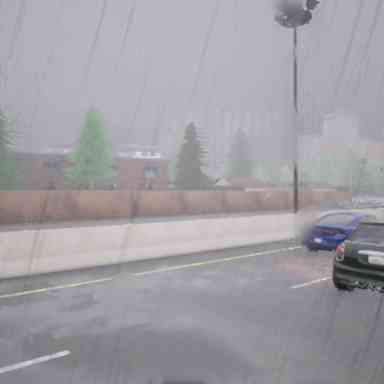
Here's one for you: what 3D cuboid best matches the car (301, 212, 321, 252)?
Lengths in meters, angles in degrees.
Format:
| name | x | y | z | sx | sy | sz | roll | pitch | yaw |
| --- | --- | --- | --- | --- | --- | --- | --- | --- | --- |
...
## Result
| name | x | y | z | sx | sy | sz | roll | pitch | yaw |
| --- | --- | --- | --- | --- | --- | --- | --- | --- | --- |
| car | 6.324 | 1.519 | 12.982 | 5.008 | 1.535 | 1.882 | 0 | 0 | -37 |

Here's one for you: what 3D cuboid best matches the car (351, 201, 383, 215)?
| name | x | y | z | sx | sy | sz | roll | pitch | yaw |
| --- | --- | --- | --- | --- | --- | --- | --- | --- | --- |
| car | 19.317 | 1.669 | 36.216 | 4.181 | 1.385 | 1.994 | 0 | 0 | -37 |

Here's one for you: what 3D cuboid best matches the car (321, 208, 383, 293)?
| name | x | y | z | sx | sy | sz | roll | pitch | yaw |
| --- | --- | --- | --- | --- | --- | --- | --- | --- | --- |
| car | 5.359 | 1.372 | 7.880 | 4.553 | 1.767 | 2.097 | 0 | 0 | -37 |

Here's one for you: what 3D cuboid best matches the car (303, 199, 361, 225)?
| name | x | y | z | sx | sy | sz | roll | pitch | yaw |
| --- | --- | --- | --- | --- | --- | --- | --- | --- | --- |
| car | 10.694 | 1.436 | 25.342 | 4.553 | 1.767 | 2.097 | 0 | 0 | -37 |
